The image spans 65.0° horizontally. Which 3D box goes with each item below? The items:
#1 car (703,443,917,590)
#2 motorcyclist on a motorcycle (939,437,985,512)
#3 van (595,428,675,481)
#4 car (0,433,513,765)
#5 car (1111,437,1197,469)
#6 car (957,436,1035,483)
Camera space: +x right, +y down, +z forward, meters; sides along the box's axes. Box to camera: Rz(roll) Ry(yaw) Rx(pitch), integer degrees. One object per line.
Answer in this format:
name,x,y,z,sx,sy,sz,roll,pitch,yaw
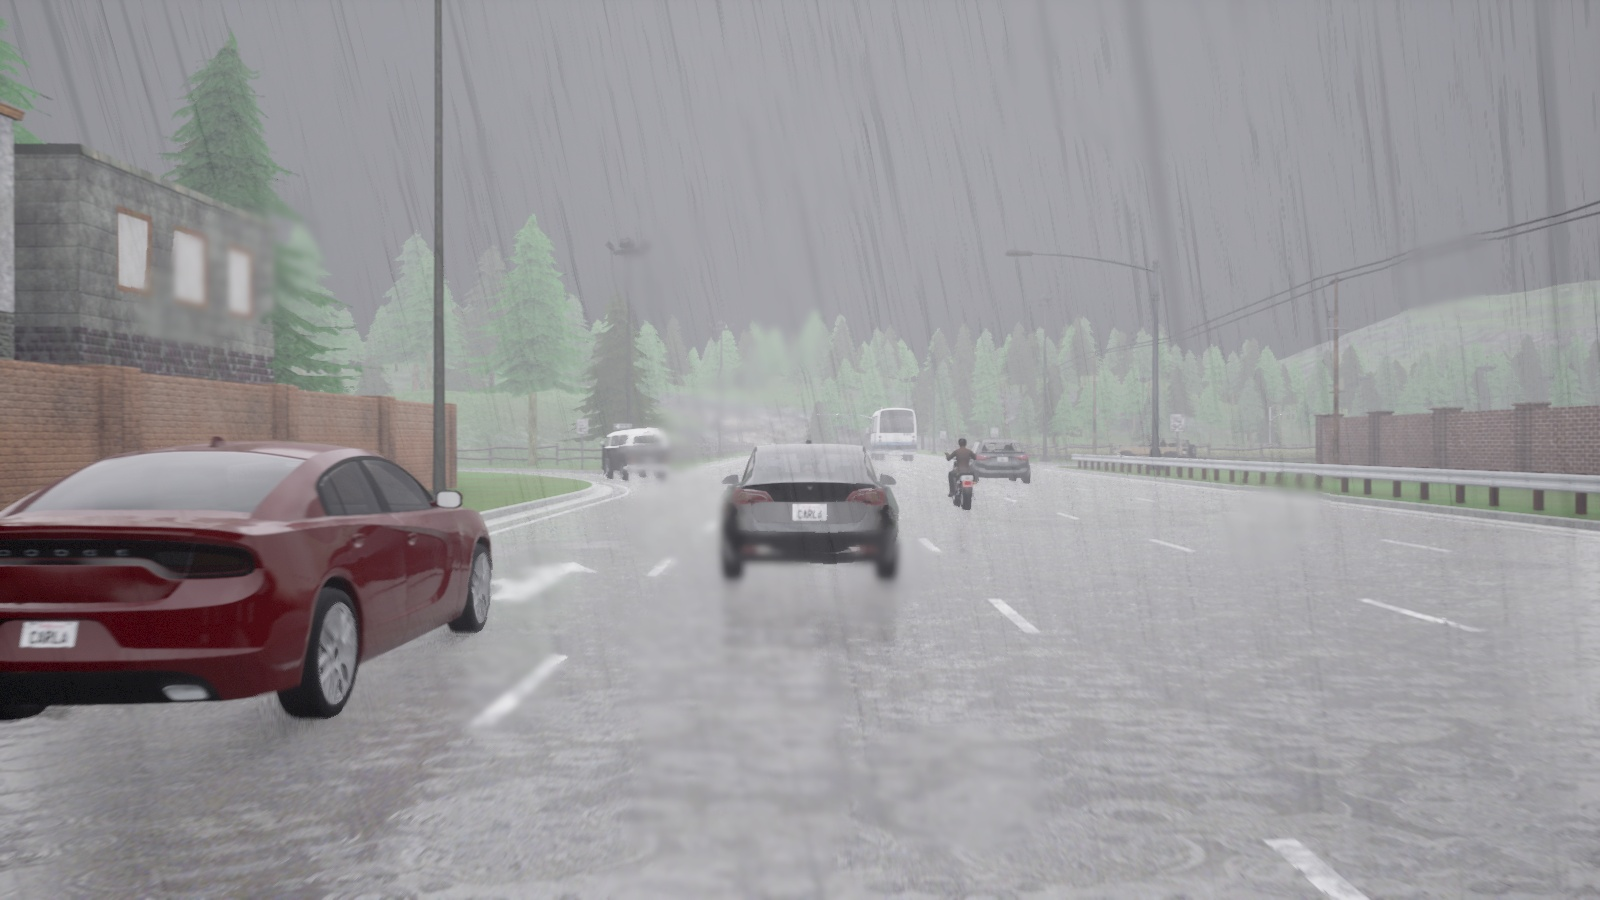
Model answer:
car,0.115,0.661,15.130,2.163,1.488,4.792,0,0,0
motorcyclist on a motorcycle,3.704,0.537,28.855,0.766,1.649,2.350,0,0,0
van,-6.760,0.173,51.011,2.069,2.038,4.480,0,0,-23
car,-3.430,0.674,8.318,1.882,1.535,5.008,0,0,0
car,21.192,0.156,75.244,4.605,1.855,1.932,0,1,41
car,7.326,0.329,47.452,2.242,1.667,4.611,0,0,0
